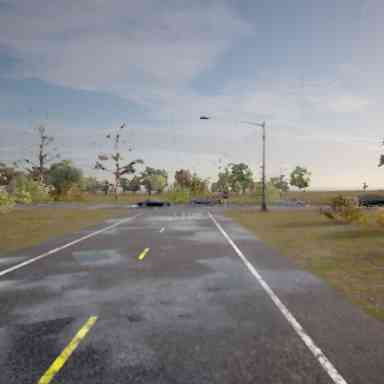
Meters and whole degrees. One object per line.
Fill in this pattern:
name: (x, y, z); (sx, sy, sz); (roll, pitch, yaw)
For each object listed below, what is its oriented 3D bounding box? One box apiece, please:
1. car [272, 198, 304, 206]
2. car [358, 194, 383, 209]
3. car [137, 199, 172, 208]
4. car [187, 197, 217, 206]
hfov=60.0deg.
car: (15.481, 1.648, 53.750); (4.718, 1.301, 1.895); (0, 0, -2)
car: (26.030, 1.309, 47.046); (5.566, 2.045, 2.150); (0, 0, -2)
car: (-5.169, 1.580, 46.200); (4.718, 1.301, 1.895); (0, 0, -1)
car: (1.603, 1.494, 53.361); (4.902, 1.511, 2.128); (0, 0, -1)
